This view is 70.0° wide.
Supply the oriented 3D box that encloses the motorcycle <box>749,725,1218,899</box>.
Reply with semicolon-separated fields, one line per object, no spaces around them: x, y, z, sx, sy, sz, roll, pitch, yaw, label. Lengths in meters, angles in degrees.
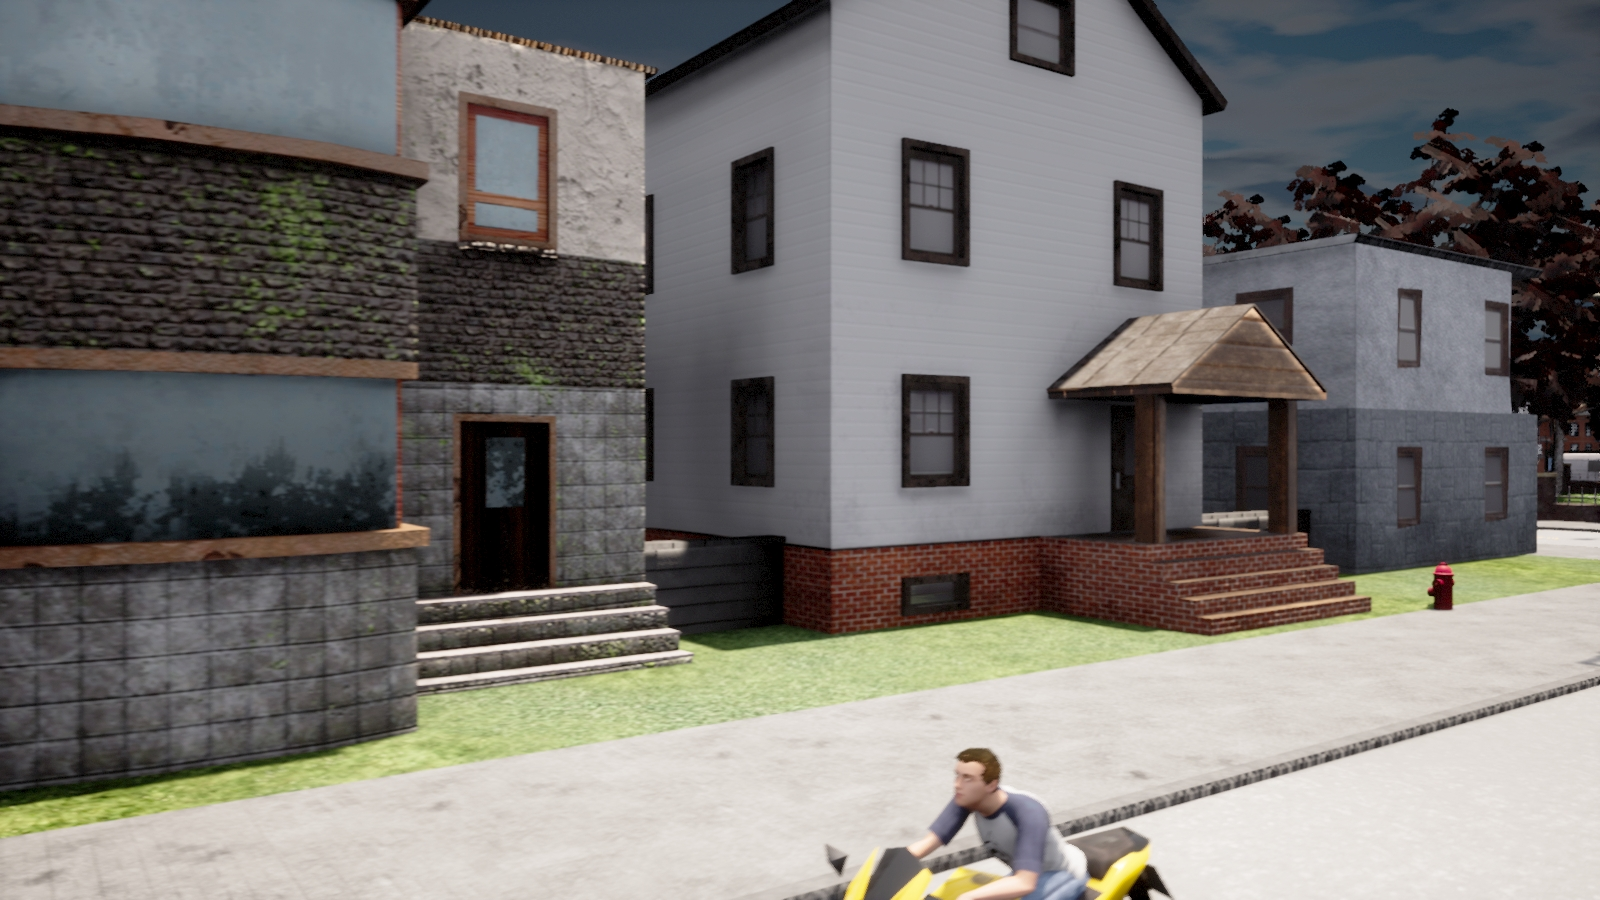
0.851;1.991;4.976;2.033;1.145;0.803;0;0;-35;motorcycle
